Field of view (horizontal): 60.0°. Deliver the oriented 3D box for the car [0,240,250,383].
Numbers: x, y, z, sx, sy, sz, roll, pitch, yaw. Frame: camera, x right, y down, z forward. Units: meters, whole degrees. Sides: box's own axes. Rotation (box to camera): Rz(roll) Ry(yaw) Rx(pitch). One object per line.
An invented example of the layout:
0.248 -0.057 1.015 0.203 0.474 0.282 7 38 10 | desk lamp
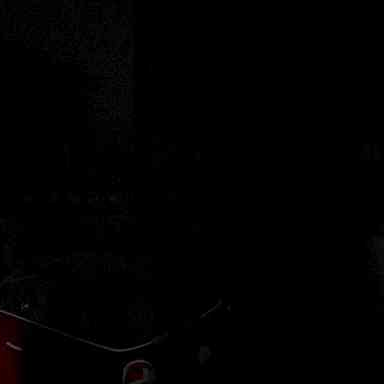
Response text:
-1.492 1.440 4.004 4.097 1.590 1.967 0 0 35 | car
